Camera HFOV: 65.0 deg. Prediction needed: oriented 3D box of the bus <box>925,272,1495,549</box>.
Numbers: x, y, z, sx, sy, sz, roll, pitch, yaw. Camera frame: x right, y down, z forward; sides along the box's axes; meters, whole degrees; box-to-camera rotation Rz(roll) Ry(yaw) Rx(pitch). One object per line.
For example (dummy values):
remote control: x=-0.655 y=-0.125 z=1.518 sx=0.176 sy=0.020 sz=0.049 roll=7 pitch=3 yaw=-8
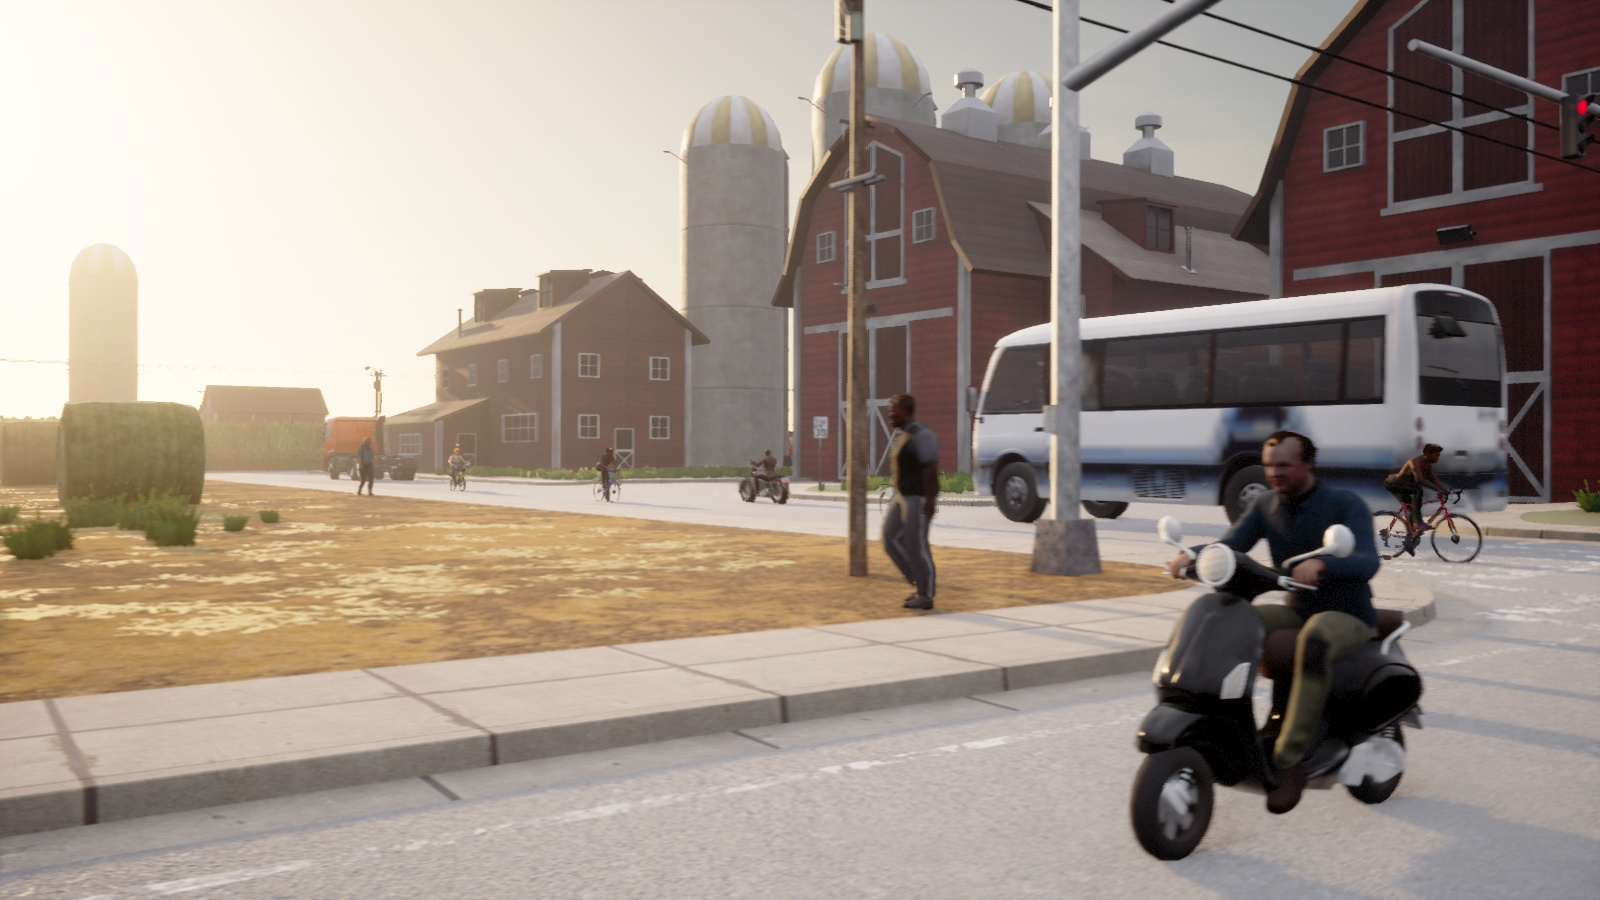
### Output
bus: x=7.362 y=-0.621 z=24.626 sx=3.944 sy=4.253 sz=10.273 roll=0 pitch=0 yaw=-36

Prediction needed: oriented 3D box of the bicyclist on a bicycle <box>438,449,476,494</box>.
bicyclist on a bicycle: x=-12.672 y=0.783 z=46.360 sx=0.866 sy=1.612 sz=1.509 roll=-1 pitch=0 yaw=-36

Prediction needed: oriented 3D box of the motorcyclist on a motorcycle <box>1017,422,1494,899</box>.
motorcyclist on a motorcycle: x=1.817 y=0.707 z=4.923 sx=1.817 sy=1.590 sz=0.866 roll=0 pitch=0 yaw=-35

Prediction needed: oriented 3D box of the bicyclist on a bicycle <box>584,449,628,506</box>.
bicyclist on a bicycle: x=-5.676 y=0.774 z=36.683 sx=0.582 sy=1.620 sz=1.656 roll=0 pitch=0 yaw=-36

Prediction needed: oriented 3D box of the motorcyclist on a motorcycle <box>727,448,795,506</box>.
motorcyclist on a motorcycle: x=-1.152 y=0.762 z=36.400 sx=0.766 sy=1.649 sz=2.350 roll=0 pitch=0 yaw=-36

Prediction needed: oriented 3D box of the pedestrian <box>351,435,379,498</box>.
pedestrian: x=-12.809 y=0.484 z=36.957 sx=0.694 sy=1.848 sz=0.540 roll=0 pitch=0 yaw=45

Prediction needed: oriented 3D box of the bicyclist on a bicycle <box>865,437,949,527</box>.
bicyclist on a bicycle: x=2.181 y=0.642 z=25.818 sx=0.659 sy=1.776 sz=1.843 roll=-1 pitch=0 yaw=-36

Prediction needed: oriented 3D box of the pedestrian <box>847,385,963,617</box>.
pedestrian: x=0.868 y=0.413 z=10.513 sx=0.849 sy=1.883 sz=0.563 roll=0 pitch=0 yaw=-9

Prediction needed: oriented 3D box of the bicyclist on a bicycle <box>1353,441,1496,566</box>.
bicyclist on a bicycle: x=8.521 y=0.697 z=17.188 sx=0.582 sy=1.620 sz=1.656 roll=0 pitch=0 yaw=-38

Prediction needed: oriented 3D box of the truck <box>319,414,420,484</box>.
truck: x=-22.860 y=-0.051 z=66.412 sx=2.891 sy=3.462 sz=7.936 roll=0 pitch=0 yaw=-36
